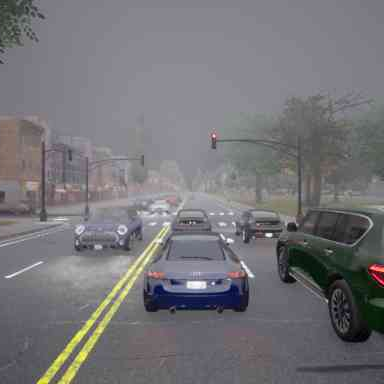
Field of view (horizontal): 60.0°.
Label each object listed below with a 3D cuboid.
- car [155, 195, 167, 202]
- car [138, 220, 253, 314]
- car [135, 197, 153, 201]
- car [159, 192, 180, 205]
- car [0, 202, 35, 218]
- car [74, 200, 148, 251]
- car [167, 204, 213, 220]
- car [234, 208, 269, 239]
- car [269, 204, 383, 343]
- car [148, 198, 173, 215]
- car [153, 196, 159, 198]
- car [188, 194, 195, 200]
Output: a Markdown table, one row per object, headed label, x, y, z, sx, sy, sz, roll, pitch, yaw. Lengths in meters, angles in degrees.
| label | x | y | z | sx | sy | sz | roll | pitch | yaw |
| --- | --- | --- | --- | --- | --- | --- | --- | --- | --- |
| car | -6.653 | 1.420 | 72.308 | 2.033 | 1.411 | 5.357 | 0 | 1 | 0 |
| car | 0.064 | 1.583 | 7.746 | 1.994 | 1.385 | 4.181 | 0 | 0 | 0 |
| car | -6.690 | 1.467 | 43.393 | 2.097 | 1.767 | 4.553 | 0 | 0 | 0 |
| car | -3.458 | 1.280 | 52.250 | 2.150 | 2.045 | 5.566 | 0 | 0 | 0 |
| car | -17.490 | 1.652 | 31.774 | 4.674 | 1.442 | 1.812 | 1 | 0 | 0 |
| car | -3.377 | 1.412 | 14.233 | 2.097 | 1.767 | 4.553 | 0 | 0 | 0 |
| car | 0.006 | 1.582 | 16.633 | 1.837 | 1.490 | 4.892 | 0 | 0 | 1 |
| car | 3.260 | 1.581 | 16.462 | 1.837 | 1.490 | 4.892 | 0 | 0 | 0 |
| car | 3.313 | 1.235 | 6.600 | 2.150 | 2.045 | 5.566 | 0 | 0 | 0 |
| car | -3.428 | 1.661 | 36.642 | 1.812 | 1.442 | 4.674 | 0 | 0 | 0 |
| car | -6.705 | 1.577 | 57.347 | 1.994 | 1.385 | 4.181 | 0 | 1 | 0 |
| car | -0.179 | 1.304 | 84.357 | 2.128 | 1.511 | 4.902 | 0 | 0 | 0 |
